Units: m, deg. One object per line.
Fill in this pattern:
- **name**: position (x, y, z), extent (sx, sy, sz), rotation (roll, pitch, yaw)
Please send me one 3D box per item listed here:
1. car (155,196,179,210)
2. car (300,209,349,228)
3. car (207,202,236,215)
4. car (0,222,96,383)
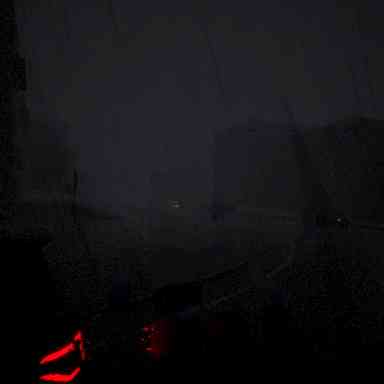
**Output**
- **car**: position (-3.783, 1.601, 49.293), extent (2.150, 2.045, 5.566), rotation (2, 0, -24)
- **car**: position (9.906, 1.936, 25.165), extent (1.994, 1.385, 4.181), rotation (1, -1, -10)
- **car**: position (3.622, 1.995, 41.566), extent (1.882, 1.535, 5.008), rotation (2, -1, -24)
- **car**: position (-3.311, 1.257, 1.508), extent (5.566, 2.045, 2.150), rotation (0, 0, -33)
